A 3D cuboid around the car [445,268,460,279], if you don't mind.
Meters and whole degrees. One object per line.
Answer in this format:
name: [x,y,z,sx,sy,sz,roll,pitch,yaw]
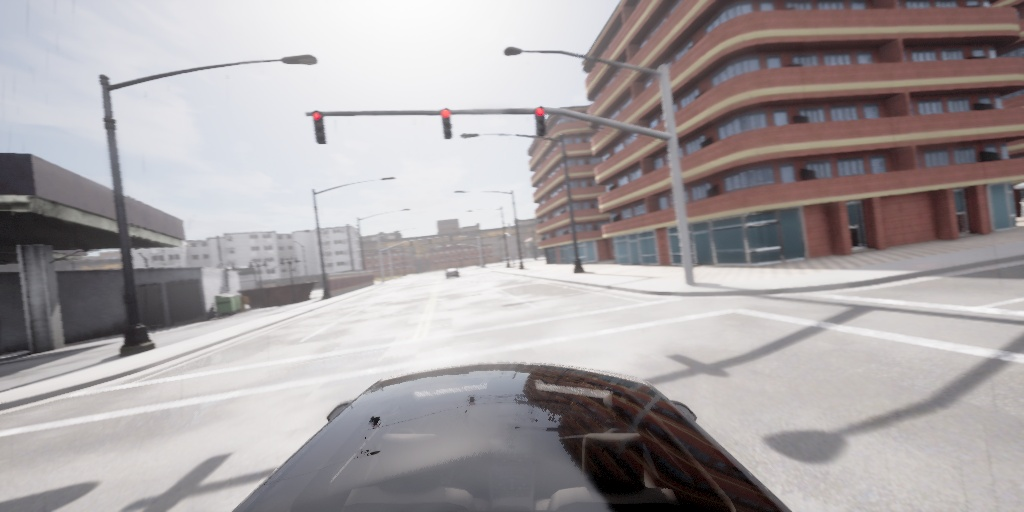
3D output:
car: [-8.447,2.414,50.737,1.994,1.385,4.181,-7,0,-10]
